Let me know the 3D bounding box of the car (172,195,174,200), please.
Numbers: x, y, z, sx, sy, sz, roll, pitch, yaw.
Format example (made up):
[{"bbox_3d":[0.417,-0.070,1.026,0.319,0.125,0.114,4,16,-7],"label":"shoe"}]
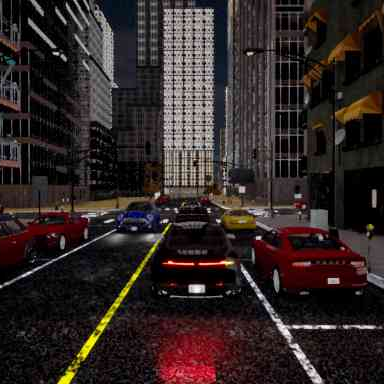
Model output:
[{"bbox_3d":[-5.845,1.310,74.181,2.192,1.841,5.009,-1,0,0],"label":"car"}]

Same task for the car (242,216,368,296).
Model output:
[{"bbox_3d":[2.666,1.543,8.504,1.887,1.381,4.507,-1,0,0],"label":"car"}]

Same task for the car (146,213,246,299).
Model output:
[{"bbox_3d":[0.082,1.503,8.434,1.837,1.490,4.892,0,0,0],"label":"car"}]

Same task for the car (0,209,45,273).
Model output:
[{"bbox_3d":[-5.716,1.438,8.502,1.967,1.590,4.097,-1,0,0],"label":"car"}]

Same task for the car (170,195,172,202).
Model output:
[{"bbox_3d":[-5.834,1.310,68.622,2.192,1.841,5.009,-1,0,0],"label":"car"}]

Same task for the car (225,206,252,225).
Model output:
[{"bbox_3d":[2.644,1.522,19.721,1.752,1.417,4.829,-1,0,0],"label":"car"}]

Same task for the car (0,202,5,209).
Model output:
[{"bbox_3d":[-23.922,1.744,38.300,4.097,1.590,1.967,-1,1,-1],"label":"car"}]

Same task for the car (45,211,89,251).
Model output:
[{"bbox_3d":[-5.726,1.542,14.026,1.887,1.381,4.507,-1,0,0],"label":"car"}]

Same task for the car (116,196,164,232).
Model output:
[{"bbox_3d":[-3.052,1.348,19.817,2.097,1.767,4.553,0,0,0],"label":"car"}]

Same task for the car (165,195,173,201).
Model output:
[{"bbox_3d":[-5.865,1.521,85.130,1.752,1.417,4.829,-1,0,0],"label":"car"}]

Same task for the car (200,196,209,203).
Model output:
[{"bbox_3d":[2.548,1.520,68.807,1.752,1.417,4.829,-1,0,0],"label":"car"}]

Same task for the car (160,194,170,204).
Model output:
[{"bbox_3d":[-5.821,1.540,63.062,1.887,1.381,4.507,-1,0,0],"label":"car"}]

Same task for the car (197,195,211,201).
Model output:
[{"bbox_3d":[2.558,1.435,63.077,1.967,1.590,4.097,-1,0,0],"label":"car"}]

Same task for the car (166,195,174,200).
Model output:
[{"bbox_3d":[-5.875,1.541,90.859,1.887,1.381,4.507,-1,0,0],"label":"car"}]

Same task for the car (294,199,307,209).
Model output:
[{"bbox_3d":[14.176,1.254,38.698,4.507,1.381,1.887,-1,1,-1],"label":"car"}]

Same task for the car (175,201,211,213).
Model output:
[{"bbox_3d":[0.060,1.475,18.706,1.882,1.535,5.008,0,0,0],"label":"car"}]
